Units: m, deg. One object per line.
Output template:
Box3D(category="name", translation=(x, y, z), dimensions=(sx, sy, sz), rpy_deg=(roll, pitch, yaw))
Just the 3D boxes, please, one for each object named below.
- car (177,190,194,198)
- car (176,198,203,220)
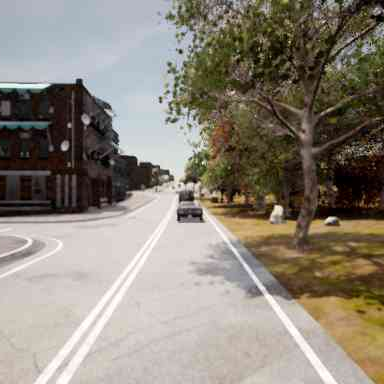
Box3D(category="car", translation=(-0.833, 0.695, 46.835), dimensions=(2.150, 2.045, 5.566), rpy_deg=(0, 1, -2))
Box3D(category="car", translation=(-0.198, 1.383, 25.297), dimensions=(1.895, 1.301, 4.718), rpy_deg=(0, 1, -1))
